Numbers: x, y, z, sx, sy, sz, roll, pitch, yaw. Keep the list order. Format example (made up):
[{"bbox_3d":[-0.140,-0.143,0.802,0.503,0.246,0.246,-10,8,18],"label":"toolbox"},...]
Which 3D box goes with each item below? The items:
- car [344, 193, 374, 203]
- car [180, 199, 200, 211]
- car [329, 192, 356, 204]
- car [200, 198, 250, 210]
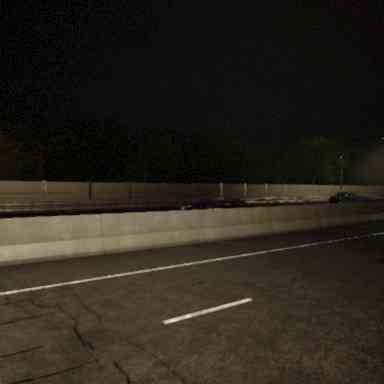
[{"bbox_3d":[23.953,1.307,46.922,4.674,1.442,1.812,0,0,-35],"label":"car"},{"bbox_3d":[0.931,1.426,34.763,4.674,1.442,1.812,0,0,-36],"label":"car"},{"bbox_3d":[23.189,1.001,50.665,5.566,2.045,2.150,0,0,-35],"label":"car"},{"bbox_3d":[3.507,1.402,32.302,4.892,1.490,1.837,0,0,-36],"label":"car"}]
